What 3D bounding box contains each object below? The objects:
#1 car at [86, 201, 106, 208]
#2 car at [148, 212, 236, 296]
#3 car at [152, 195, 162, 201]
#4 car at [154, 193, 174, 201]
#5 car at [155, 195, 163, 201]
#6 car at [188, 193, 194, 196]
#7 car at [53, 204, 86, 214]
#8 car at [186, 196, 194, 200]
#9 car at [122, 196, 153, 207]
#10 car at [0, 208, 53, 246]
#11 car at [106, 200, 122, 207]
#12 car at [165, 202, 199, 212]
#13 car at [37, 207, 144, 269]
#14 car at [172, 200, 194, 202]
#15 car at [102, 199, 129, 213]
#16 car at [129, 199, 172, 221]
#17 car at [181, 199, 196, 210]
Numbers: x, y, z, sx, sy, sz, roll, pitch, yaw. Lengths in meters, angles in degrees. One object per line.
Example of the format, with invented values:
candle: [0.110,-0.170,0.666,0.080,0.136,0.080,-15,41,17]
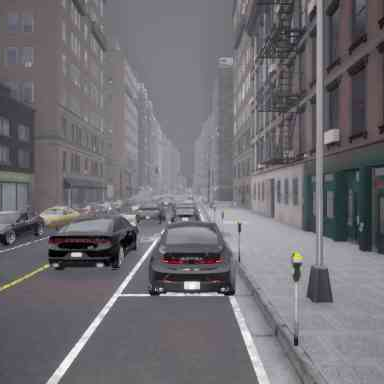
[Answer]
car: [-8.408,1.581,26.194,1.802,1.307,4.206,0,0,0]
car: [0.000,1.504,8.650,1.837,1.490,4.892,0,0,0]
car: [-8.408,1.510,79.763,1.887,1.381,4.507,0,0,0]
car: [-2.940,1.345,40.060,2.097,1.767,4.553,0,0,0]
car: [-8.408,1.486,85.047,1.752,1.417,4.829,0,0,0]
car: [-0.382,1.396,90.663,1.967,1.590,4.097,0,0,0]
car: [-8.408,1.525,20.611,1.752,1.417,4.829,0,0,0]
car: [-0.383,1.519,37.181,1.752,1.417,4.829,0,0,0]
car: [-5.855,1.486,35.943,2.128,1.511,4.902,0,0,0]
car: [-8.408,1.566,15.368,1.947,1.339,4.313,0,0,0]
car: [-8.408,1.548,31.607,2.008,1.369,4.403,0,0,0]
car: [-0.383,1.566,20.772,1.947,1.339,4.313,0,0,0]
car: [-3.015,1.477,11.150,1.882,1.535,5.008,0,0,0]
car: [-0.383,1.565,26.185,1.947,1.339,4.313,0,0,0]
car: [-8.408,1.545,37.020,2.008,1.369,4.403,0,0,0]
car: [-2.942,1.491,24.626,2.128,1.511,4.902,0,0,0]
car: [-0.383,1.573,42.423,1.802,1.307,4.206,0,0,0]
